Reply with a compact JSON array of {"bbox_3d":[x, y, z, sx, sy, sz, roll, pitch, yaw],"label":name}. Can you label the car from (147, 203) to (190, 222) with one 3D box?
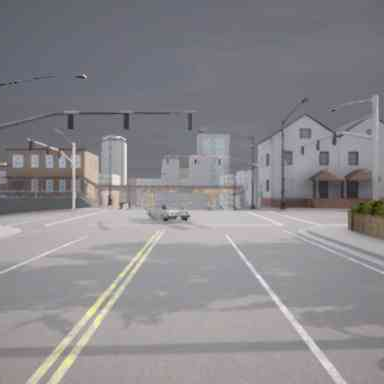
[{"bbox_3d":[-1.932,1.522,25.649,1.895,1.301,4.718,0,1,-26],"label":"car"}]
